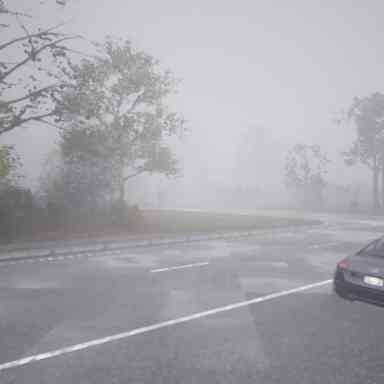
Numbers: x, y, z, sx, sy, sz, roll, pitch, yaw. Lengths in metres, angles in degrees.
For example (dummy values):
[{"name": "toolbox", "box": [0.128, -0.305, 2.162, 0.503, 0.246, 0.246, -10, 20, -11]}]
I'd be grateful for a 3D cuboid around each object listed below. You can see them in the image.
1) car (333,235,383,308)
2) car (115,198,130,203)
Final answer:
[{"name": "car", "box": [4.949, 1.594, 7.208, 4.181, 1.385, 1.994, 0, 0, -35]}, {"name": "car", "box": [-12.538, 1.773, 56.383, 4.902, 1.511, 2.128, -1, -1, 37]}]
